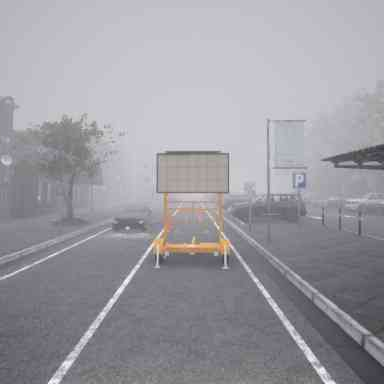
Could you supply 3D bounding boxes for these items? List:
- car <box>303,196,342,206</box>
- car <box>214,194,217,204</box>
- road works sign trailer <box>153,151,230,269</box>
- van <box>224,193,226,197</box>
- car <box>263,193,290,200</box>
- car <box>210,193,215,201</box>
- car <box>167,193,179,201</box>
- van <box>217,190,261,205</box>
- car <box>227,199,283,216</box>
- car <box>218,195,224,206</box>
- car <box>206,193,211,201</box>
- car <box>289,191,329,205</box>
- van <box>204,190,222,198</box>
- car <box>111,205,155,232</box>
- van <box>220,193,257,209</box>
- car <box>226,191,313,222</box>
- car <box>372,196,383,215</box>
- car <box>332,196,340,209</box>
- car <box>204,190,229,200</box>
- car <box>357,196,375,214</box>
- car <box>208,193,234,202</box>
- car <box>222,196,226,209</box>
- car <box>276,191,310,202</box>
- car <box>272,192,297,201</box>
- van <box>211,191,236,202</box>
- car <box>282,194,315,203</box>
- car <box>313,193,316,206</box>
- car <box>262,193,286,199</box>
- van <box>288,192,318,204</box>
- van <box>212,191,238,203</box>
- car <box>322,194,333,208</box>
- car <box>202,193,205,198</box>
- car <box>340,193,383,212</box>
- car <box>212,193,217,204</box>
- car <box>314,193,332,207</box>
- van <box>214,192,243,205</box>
[{"bbox_3d":[18.761,1.282,48.015,4.792,1.488,2.163,0,1,0],"label":"car"},{"bbox_3d":[5.691,1.313,44.527,4.792,1.488,2.163,0,0,0],"label":"car"},{"bbox_3d":[0.035,0.441,11.128,2.380,3.560,2.880,0,0,2],"label":"road works sign trailer"},{"bbox_3d":[5.806,1.125,33.310,4.442,1.987,1.878,0,0,0],"label":"van"},{"bbox_3d":[18.486,0.940,72.994,5.366,1.575,1.946,0,1,0],"label":"car"},{"bbox_3d":[5.654,1.230,50.137,4.892,1.521,2.231,0,1,0],"label":"car"},{"bbox_3d":[-3.310,1.006,56.437,2.097,1.767,4.553,0,1,0],"label":"car"},{"bbox_3d":[5.558,1.096,38.920,4.442,1.987,1.878,0,0,0],"label":"van"},{"bbox_3d":[5.698,1.405,30.508,4.674,1.452,2.002,0,0,0],"label":"car"},{"bbox_3d":[5.677,1.337,36.115,5.008,1.535,2.097,0,0,0],"label":"car"},{"bbox_3d":[5.606,0.912,55.742,5.566,2.045,2.435,0,1,0],"label":"car"},{"bbox_3d":[18.747,0.941,53.563,5.566,2.045,2.435,0,1,0],"label":"car"},{"bbox_3d":[5.442,0.541,86.577,4.442,1.987,1.878,0,1,0],"label":"van"},{"bbox_3d":[-3.371,1.480,20.079,2.033,1.411,5.357,0,0,0],"label":"car"},{"bbox_3d":[5.785,1.077,41.722,4.442,1.987,1.878,0,0,0],"label":"van"},{"bbox_3d":[5.681,1.142,24.900,5.566,2.045,2.435,0,0,0],"label":"car"},{"bbox_3d":[18.785,1.375,28.579,5.008,1.535,2.097,0,0,0],"label":"car"},{"bbox_3d":[18.754,1.335,36.905,4.892,1.521,2.231,0,0,0],"label":"car"},{"bbox_3d":[5.557,0.660,75.364,5.566,2.045,2.435,0,1,0],"label":"car"},{"bbox_3d":[18.778,1.362,31.355,5.008,1.535,2.097,0,0,0],"label":"car"},{"bbox_3d":[5.607,1.056,64.156,4.892,1.521,2.231,0,1,0],"label":"car"},{"bbox_3d":[5.517,1.376,27.705,5.366,1.575,1.946,0,0,0],"label":"car"},{"bbox_3d":[18.727,0.834,61.890,5.566,2.045,2.435,0,1,0],"label":"car"},{"bbox_3d":[18.716,0.888,67.443,4.553,1.767,2.185,0,1,0],"label":"car"},{"bbox_3d":[5.737,0.865,61.350,4.442,1.987,1.878,0,1,0],"label":"van"},{"bbox_3d":[18.891,1.118,59.117,5.366,1.575,1.946,0,1,0],"label":"car"},{"bbox_3d":[18.710,1.309,45.232,4.792,1.488,2.163,0,1,0],"label":"car"},{"bbox_3d":[18.670,0.908,75.771,4.892,1.521,2.231,0,1,0],"label":"car"},{"bbox_3d":[18.829,0.931,56.340,4.442,1.987,1.878,0,1,0],"label":"van"},{"bbox_3d":[5.744,0.902,58.547,4.442,1.987,1.878,0,1,0],"label":"van"},{"bbox_3d":[18.748,1.317,39.683,5.008,1.535,2.097,0,0,0],"label":"car"},{"bbox_3d":[5.564,0.696,72.561,5.566,2.045,2.435,0,1,0],"label":"car"},{"bbox_3d":[18.738,1.097,34.129,5.566,2.045,2.435,0,0,0],"label":"car"},{"bbox_3d":[5.652,1.298,47.335,4.674,1.452,2.002,0,1,0],"label":"car"},{"bbox_3d":[18.931,1.296,42.460,5.366,1.575,1.946,0,0,0],"label":"car"},{"bbox_3d":[5.757,0.973,52.943,4.442,1.987,1.878,0,1,0],"label":"van"}]
